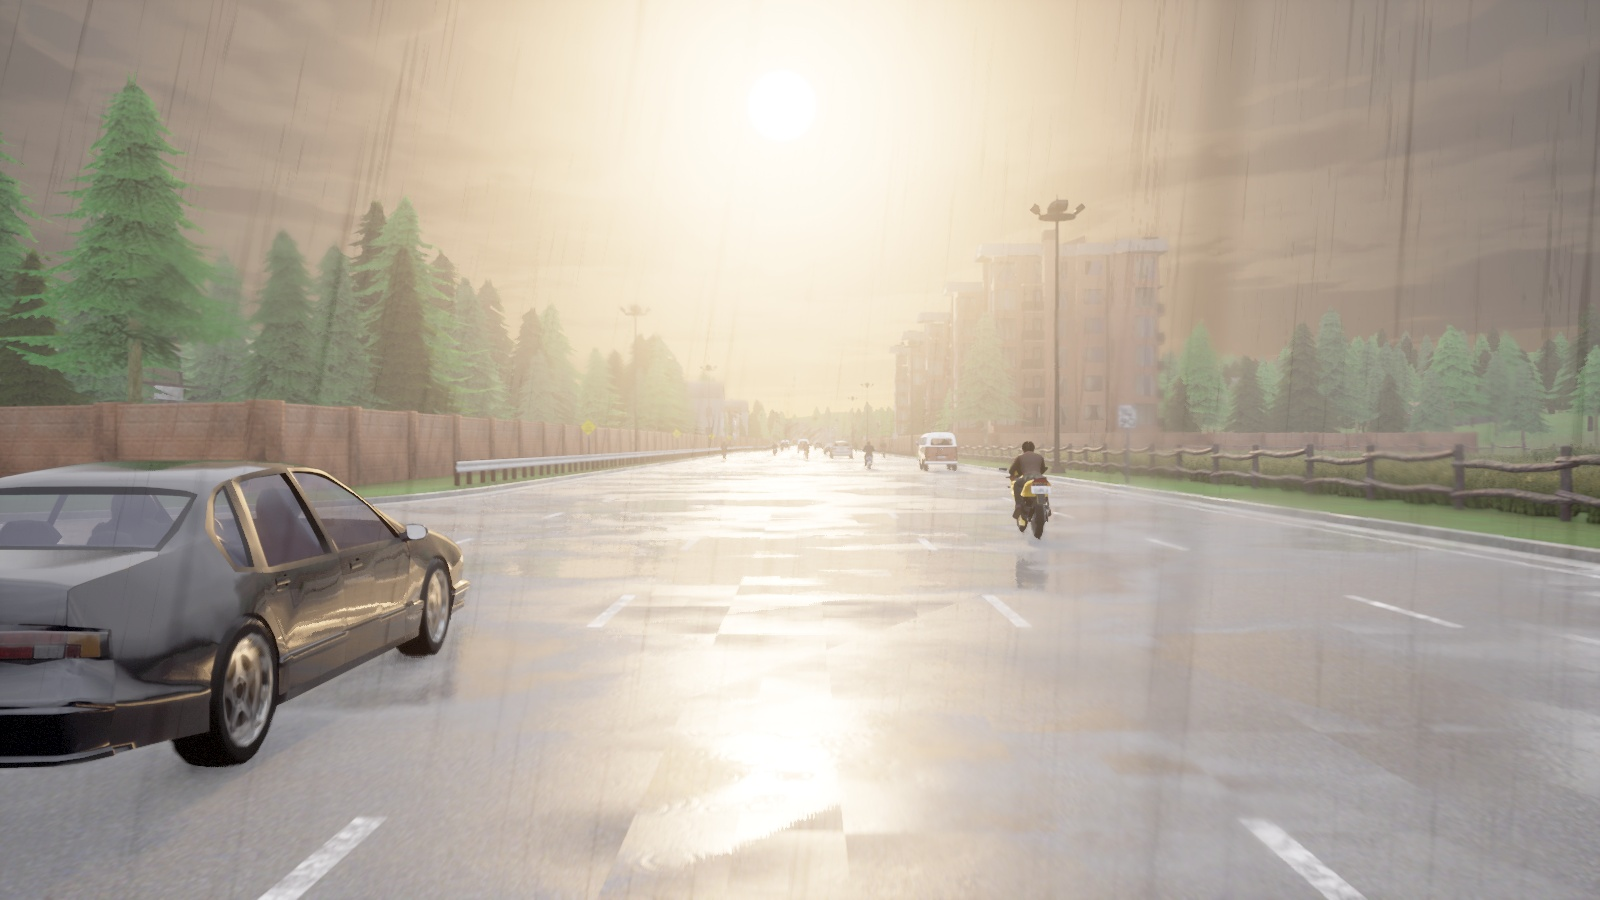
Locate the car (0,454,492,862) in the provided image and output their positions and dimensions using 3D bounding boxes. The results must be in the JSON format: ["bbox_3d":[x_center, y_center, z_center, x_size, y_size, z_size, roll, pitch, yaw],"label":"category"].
[{"bbox_3d":[-3.445,0.751,7.167,2.033,1.411,5.357,0,0,0],"label":"car"}]

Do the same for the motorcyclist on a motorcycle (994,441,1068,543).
[{"bbox_3d":[3.626,0.620,19.851,0.797,1.523,2.044,0,0,0],"label":"motorcyclist on a motorcycle"}]

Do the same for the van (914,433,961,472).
[{"bbox_3d":[7.396,0.096,67.729,2.069,2.038,4.480,0,1,0],"label":"van"}]
